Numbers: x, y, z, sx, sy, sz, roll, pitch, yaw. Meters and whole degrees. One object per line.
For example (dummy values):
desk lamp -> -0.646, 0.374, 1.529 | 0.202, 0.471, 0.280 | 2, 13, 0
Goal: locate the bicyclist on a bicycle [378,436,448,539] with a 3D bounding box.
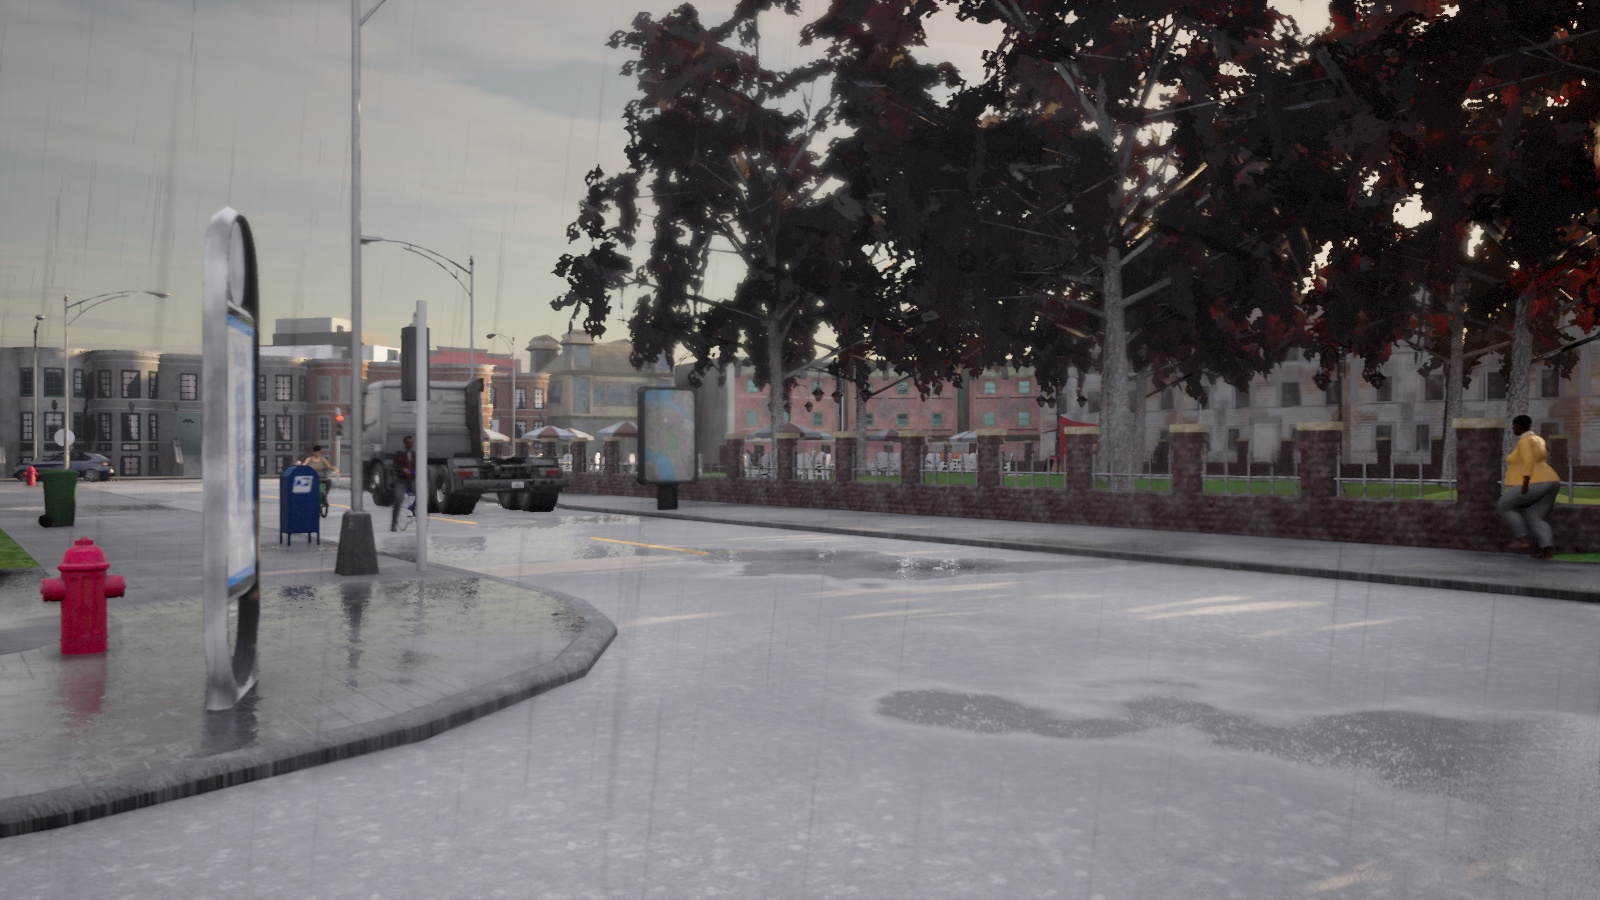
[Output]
bicyclist on a bicycle -> -6.951, 0.653, 22.528 | 0.659, 1.776, 1.843 | 0, 0, -35

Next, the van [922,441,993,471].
van -> 10.825, 0.417, 86.381 | 4.442, 1.987, 1.775 | -1, 0, 26

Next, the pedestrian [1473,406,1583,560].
pedestrian -> 9.155, 0.398, 15.805 | 0.874, 1.855, 0.900 | 0, 0, -35

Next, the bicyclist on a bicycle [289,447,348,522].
bicyclist on a bicycle -> -10.694, 0.740, 27.874 | 0.866, 1.612, 1.509 | 0, 0, -35

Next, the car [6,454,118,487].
car -> -34.886, 0.954, 59.452 | 4.193, 1.474, 1.816 | 0, 0, -12

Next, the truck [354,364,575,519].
truck -> -8.786, -0.191, 32.122 | 2.891, 3.462, 7.936 | 0, 0, -35
